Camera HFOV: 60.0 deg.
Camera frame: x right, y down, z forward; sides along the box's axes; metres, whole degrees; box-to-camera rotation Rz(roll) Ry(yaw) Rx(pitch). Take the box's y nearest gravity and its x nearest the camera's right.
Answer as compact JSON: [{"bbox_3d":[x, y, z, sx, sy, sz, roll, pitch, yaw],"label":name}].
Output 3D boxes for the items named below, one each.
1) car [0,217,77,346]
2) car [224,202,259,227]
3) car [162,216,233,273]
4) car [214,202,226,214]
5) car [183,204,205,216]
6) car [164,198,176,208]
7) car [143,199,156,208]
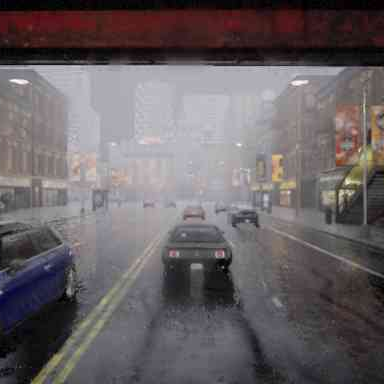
[{"bbox_3d":[-3.578,1.387,5.409,2.097,1.767,4.553,0,0,0],"label":"car"},{"bbox_3d":[3.677,1.721,24.471,1.837,1.490,4.892,0,-1,0],"label":"car"},{"bbox_3d":[0.142,1.695,11.005,1.895,1.301,4.718,0,0,0],"label":"car"},{"bbox_3d":[3.717,1.903,40.717,2.033,1.411,5.357,0,-1,0],"label":"car"},{"bbox_3d":[0.194,1.830,31.399,1.994,1.385,4.181,0,0,0],"label":"car"},{"bbox_3d":[-3.773,2.017,57.001,2.033,1.411,5.357,0,-1,-7],"label":"car"},{"bbox_3d":[-7.206,1.928,56.140,1.882,1.535,5.008,0,-1,-7],"label":"car"}]
